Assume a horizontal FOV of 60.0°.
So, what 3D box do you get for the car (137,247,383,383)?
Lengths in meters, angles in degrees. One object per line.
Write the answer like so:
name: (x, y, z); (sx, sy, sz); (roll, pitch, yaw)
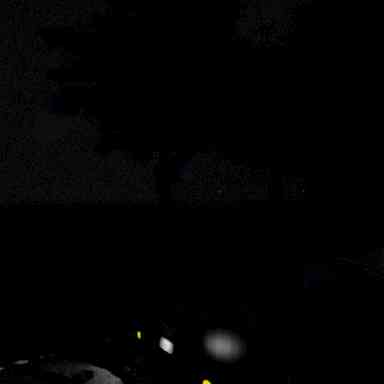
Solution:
car: (1.317, 1.584, 4.998); (4.181, 1.385, 1.994); (0, 0, -36)
